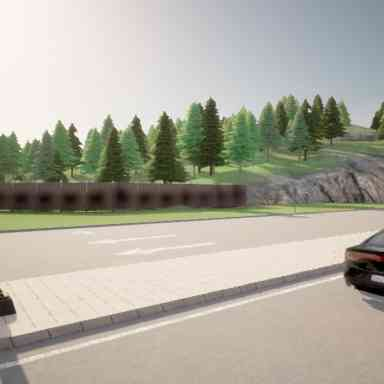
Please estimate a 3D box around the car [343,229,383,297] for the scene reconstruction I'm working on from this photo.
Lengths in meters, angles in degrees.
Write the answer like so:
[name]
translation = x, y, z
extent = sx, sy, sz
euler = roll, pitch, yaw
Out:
[car]
translation = 5.514, 1.477, 7.680
extent = 5.008, 1.535, 1.882
euler = 0, 0, -35
